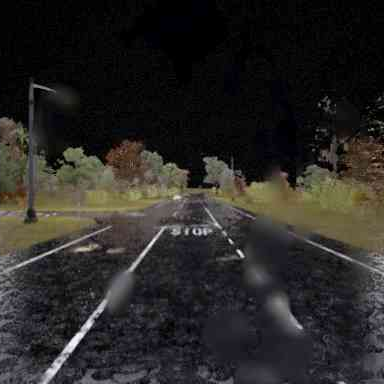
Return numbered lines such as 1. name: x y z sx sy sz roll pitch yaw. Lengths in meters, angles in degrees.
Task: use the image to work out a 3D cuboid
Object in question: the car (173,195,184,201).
1. car: -3.408 1.382 77.016 1.812 1.442 4.674 0 0 0
